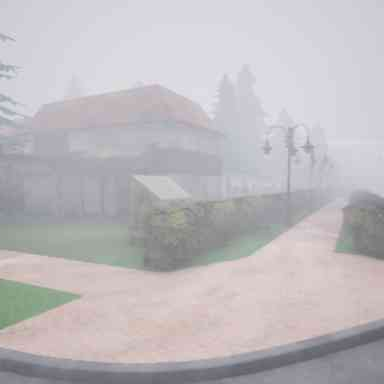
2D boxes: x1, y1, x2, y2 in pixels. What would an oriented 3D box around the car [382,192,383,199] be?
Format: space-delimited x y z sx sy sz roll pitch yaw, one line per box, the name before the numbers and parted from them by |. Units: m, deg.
car | 26.578 0.375 44.310 1.882 1.535 5.008 1 1 26
